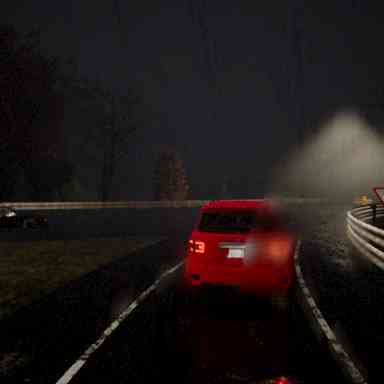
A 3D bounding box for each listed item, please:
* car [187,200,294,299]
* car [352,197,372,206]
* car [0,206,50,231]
[{"bbox_3d":[1.369,1.221,8.714,2.150,2.045,5.566,0,0,12],"label":"car"},{"bbox_3d":[27.162,1.469,53.039,1.882,1.535,5.008,0,0,43],"label":"car"},{"bbox_3d":[-11.187,1.539,19.384,5.357,1.411,2.033,0,0,-21],"label":"car"}]
